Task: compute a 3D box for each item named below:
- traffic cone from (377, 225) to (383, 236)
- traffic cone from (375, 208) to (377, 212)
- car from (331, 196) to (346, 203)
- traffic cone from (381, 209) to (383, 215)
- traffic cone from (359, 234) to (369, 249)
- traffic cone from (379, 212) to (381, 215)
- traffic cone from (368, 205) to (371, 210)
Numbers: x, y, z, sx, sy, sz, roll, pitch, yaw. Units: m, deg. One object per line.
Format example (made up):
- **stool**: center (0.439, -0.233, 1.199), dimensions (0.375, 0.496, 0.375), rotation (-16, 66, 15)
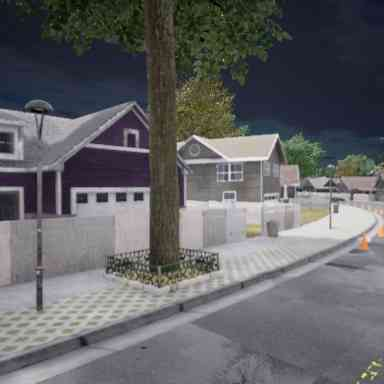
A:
- **traffic cone**: center (9.891, 2.008, 17.420), dimensions (0.340, 0.580, 0.340), rotation (0, 0, 35)
- **traffic cone**: center (21.487, 2.039, 38.849), dimensions (0.340, 0.580, 0.340), rotation (0, 0, 22)
- **car**: center (30.378, 1.523, 69.695), dimensions (1.895, 1.301, 4.718), rotation (0, 0, 1)
- **traffic cone**: center (17.453, 2.050, 29.957), dimensions (0.340, 0.580, 0.340), rotation (0, 0, 27)
- **traffic cone**: center (6.988, 1.986, 13.492), dimensions (0.340, 0.580, 0.340), rotation (0, 0, 38)
- **traffic cone**: center (19.575, 2.049, 34.355), dimensions (0.340, 0.580, 0.340), rotation (0, 0, 24)
- **traffic cone**: center (23.188, 2.023, 43.426), dimensions (0.340, 0.580, 0.340), rotation (0, 0, 19)
